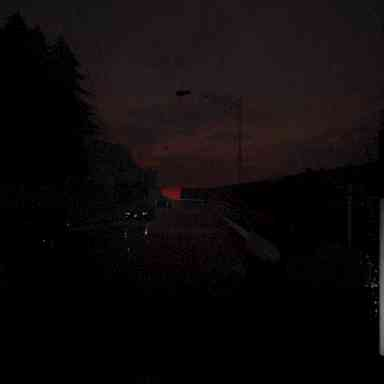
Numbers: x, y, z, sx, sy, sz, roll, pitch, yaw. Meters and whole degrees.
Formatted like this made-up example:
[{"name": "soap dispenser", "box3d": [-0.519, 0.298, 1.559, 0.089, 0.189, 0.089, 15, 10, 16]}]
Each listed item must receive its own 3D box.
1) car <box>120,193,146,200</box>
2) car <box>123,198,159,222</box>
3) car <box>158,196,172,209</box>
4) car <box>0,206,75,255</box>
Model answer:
[{"name": "car", "box3d": [-12.600, 1.171, 71.782, 5.566, 2.045, 2.150, 0, 0, 0]}, {"name": "car", "box3d": [-4.084, 1.501, 26.760, 1.837, 1.490, 4.892, 0, 0, 1]}, {"name": "car", "box3d": [-3.974, 1.345, 45.803, 2.097, 1.767, 4.553, 0, 0, 0]}, {"name": "car", "box3d": [-6.630, 1.346, 11.642, 4.553, 1.767, 2.097, 0, 0, -36]}]
